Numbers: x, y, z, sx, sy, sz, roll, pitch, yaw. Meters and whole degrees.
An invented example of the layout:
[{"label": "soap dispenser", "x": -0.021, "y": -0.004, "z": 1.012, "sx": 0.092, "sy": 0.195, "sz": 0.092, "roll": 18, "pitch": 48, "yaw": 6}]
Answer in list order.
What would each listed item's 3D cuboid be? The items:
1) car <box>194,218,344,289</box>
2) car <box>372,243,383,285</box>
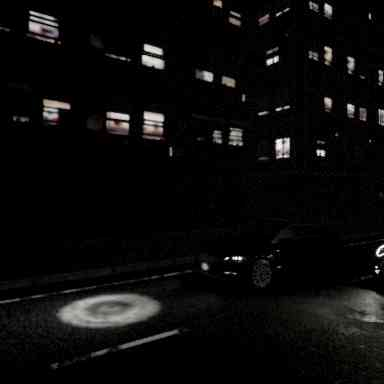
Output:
[{"label": "car", "x": 2.309, "y": 1.520, "z": 9.325, "sx": 4.902, "sy": 1.511, "sz": 2.128, "roll": 0, "pitch": 0, "yaw": -35}, {"label": "car", "x": 6.479, "y": 1.390, "z": 8.305, "sx": 4.553, "sy": 1.767, "sz": 2.097, "roll": 0, "pitch": 0, "yaw": -35}]
